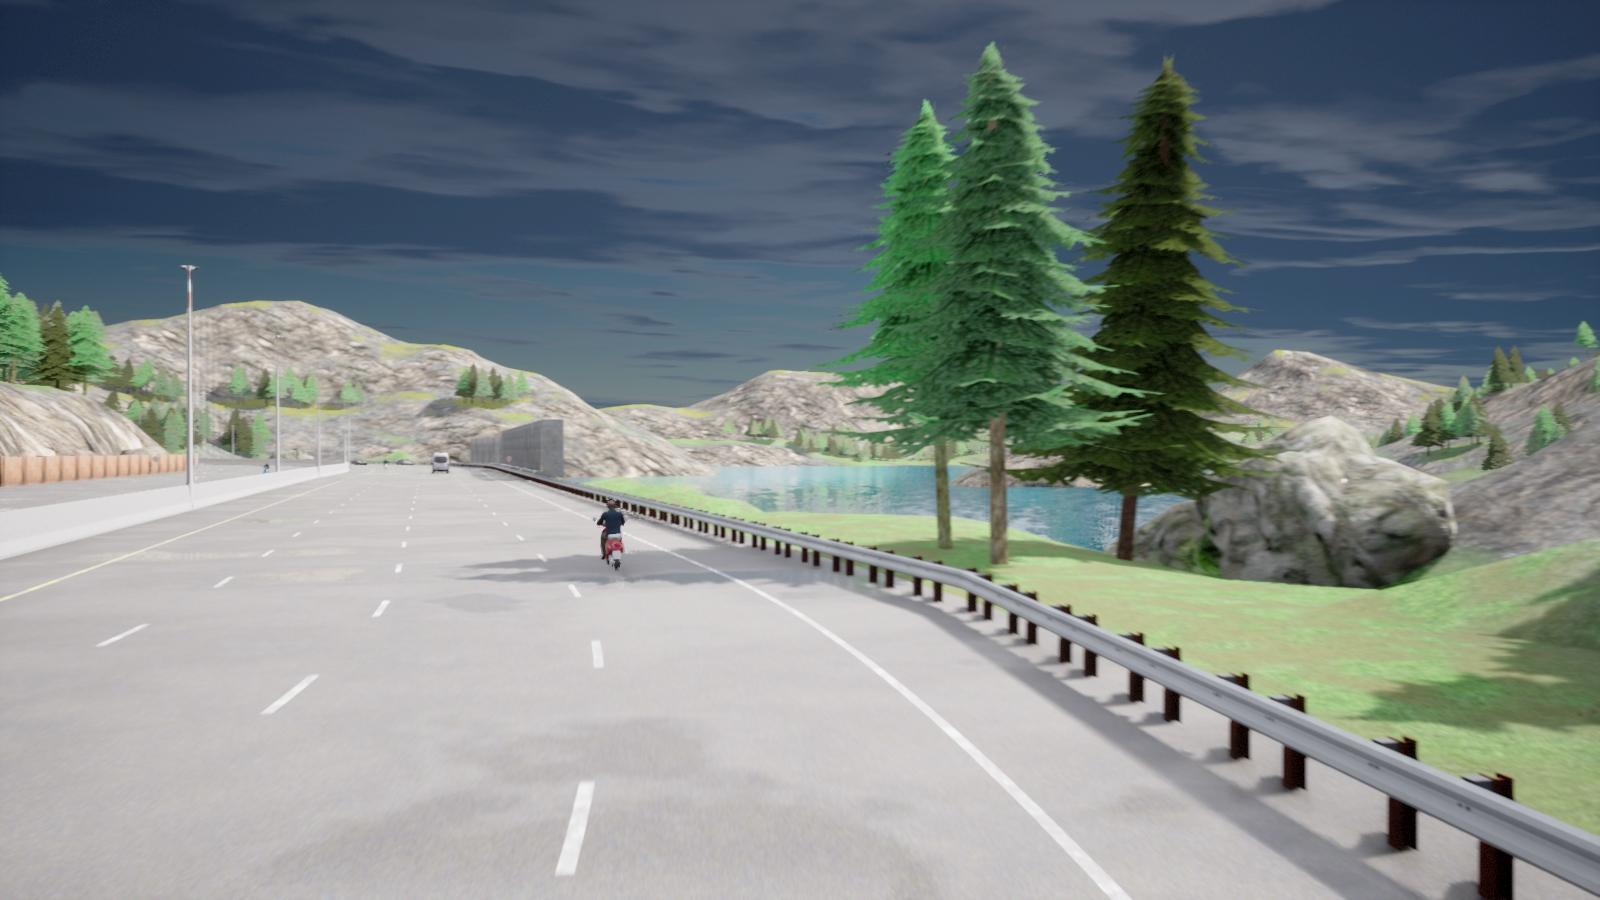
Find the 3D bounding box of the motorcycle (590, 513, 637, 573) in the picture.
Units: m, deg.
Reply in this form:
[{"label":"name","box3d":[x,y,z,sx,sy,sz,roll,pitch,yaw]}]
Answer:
[{"label":"motorcycle","box3d":[-4.464,2.193,27.218,0.856,1.236,1.805,-2,0,-16]}]
